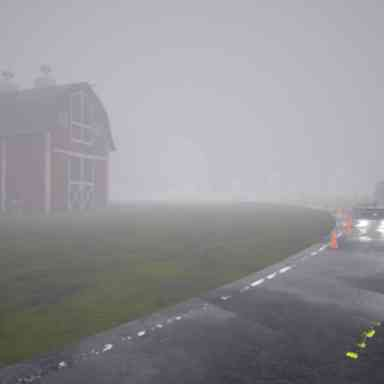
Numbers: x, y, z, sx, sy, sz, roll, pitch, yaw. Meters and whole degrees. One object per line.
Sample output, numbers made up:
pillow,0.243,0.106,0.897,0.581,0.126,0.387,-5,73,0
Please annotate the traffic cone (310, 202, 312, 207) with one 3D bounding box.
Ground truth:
traffic cone,16.133,1.689,44.980,0.340,0.580,0.340,0,0,4

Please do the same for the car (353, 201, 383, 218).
car,14.807,1.431,27.791,1.895,1.301,4.718,0,0,18

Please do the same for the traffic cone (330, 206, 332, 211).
traffic cone,14.838,1.745,35.439,0.340,0.580,0.340,0,0,12

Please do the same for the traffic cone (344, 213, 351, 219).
traffic cone,10.318,1.830,21.739,0.340,0.580,0.340,0,0,25

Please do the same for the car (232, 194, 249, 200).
car,11.232,1.229,77.360,1.994,1.385,4.181,0,0,-31

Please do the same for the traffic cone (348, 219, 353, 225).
traffic cone,8.156,1.859,17.435,0.340,0.580,0.340,0,0,29
